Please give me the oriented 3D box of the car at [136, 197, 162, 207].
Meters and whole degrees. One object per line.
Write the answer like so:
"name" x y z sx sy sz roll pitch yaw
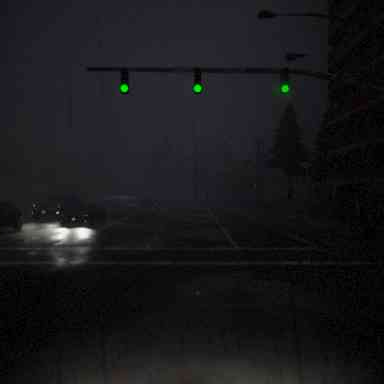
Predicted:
"car" -5.966 1.273 45.249 1.895 1.301 4.718 0 1 -34

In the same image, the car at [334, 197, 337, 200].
"car" 21.987 1.109 45.579 5.008 1.535 1.882 0 0 0

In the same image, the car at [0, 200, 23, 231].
"car" -10.573 1.237 16.856 2.097 1.767 4.553 0 0 0

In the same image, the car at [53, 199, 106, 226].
"car" -7.042 1.415 21.809 1.994 1.385 4.181 0 0 1

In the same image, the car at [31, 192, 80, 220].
"car" -10.552 1.041 26.444 2.150 2.045 5.566 0 0 0
